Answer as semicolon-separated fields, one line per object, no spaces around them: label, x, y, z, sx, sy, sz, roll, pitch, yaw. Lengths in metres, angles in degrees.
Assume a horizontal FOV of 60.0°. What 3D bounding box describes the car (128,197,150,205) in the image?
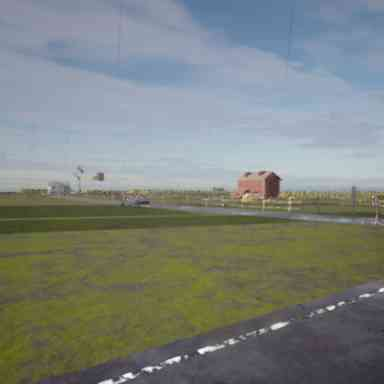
car;-9.100;1.511;56.667;2.033;1.411;5.357;0;0;-36
